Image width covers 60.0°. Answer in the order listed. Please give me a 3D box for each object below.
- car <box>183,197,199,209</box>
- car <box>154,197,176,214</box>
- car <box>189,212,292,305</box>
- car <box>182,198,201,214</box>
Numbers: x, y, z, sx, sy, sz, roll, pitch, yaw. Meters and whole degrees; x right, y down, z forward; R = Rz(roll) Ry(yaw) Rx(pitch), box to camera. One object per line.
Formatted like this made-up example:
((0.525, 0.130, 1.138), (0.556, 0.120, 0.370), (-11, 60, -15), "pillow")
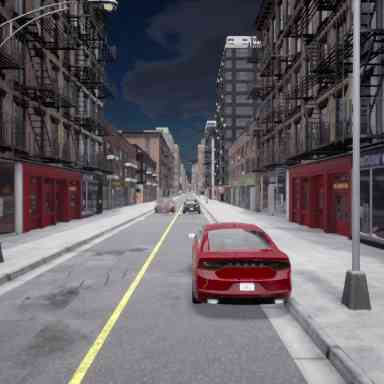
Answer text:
((-0.121, 1.525, 45.825), (2.128, 1.511, 4.902), (0, 0, 0), "car")
((-2.856, 1.372, 35.979), (2.097, 1.767, 4.553), (0, 0, 0), "car")
((0.939, 1.478, 8.189), (1.882, 1.535, 5.008), (0, 0, 0), "car")
((-0.035, 1.545, 35.655), (1.812, 1.442, 4.674), (0, 0, 0), "car")
